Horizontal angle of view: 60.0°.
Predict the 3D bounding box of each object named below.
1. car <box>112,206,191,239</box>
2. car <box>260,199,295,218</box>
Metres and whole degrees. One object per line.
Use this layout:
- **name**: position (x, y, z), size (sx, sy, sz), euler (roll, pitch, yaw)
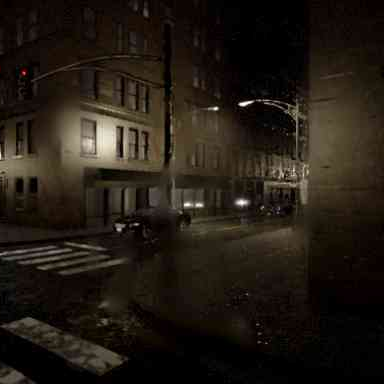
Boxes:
- **car**: position (-1.987, 1.511, 17.602), size (2.128, 1.511, 4.902), euler (0, 0, 36)
- **car**: position (8.288, 1.477, 32.072), size (2.097, 1.767, 4.553), euler (0, 0, 36)
